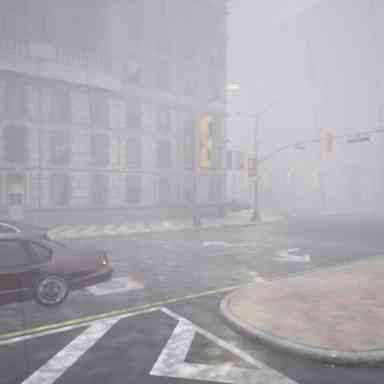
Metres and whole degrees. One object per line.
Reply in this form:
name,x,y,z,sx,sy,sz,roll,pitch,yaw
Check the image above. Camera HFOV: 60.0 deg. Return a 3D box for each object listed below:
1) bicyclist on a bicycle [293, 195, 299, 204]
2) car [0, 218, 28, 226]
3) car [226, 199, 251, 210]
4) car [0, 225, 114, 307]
bicyclist on a bicycle,17.887,1.332,57.105,1.656,1.620,0.582,0,0,-35
car,-6.504,1.491,9.244,4.902,1.511,2.128,0,0,-37
car,5.710,1.583,43.137,1.994,1.385,4.181,0,0,-35
car,-4.314,1.547,6.460,5.357,1.411,2.033,0,0,-34
